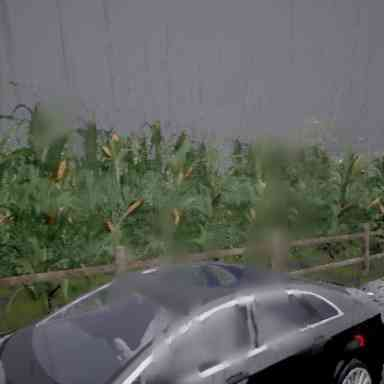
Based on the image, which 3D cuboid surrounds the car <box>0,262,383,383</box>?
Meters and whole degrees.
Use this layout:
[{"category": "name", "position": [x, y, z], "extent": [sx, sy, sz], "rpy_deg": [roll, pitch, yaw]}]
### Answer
[{"category": "car", "position": [-0.171, 1.500, 2.949], "extent": [4.902, 1.511, 2.128], "rpy_deg": [0, 0, -35]}]
